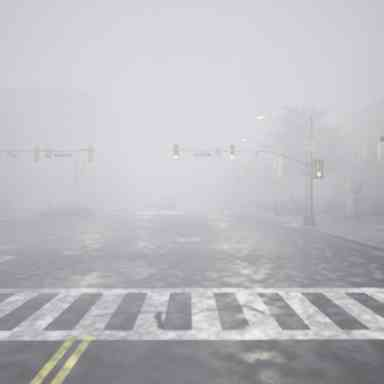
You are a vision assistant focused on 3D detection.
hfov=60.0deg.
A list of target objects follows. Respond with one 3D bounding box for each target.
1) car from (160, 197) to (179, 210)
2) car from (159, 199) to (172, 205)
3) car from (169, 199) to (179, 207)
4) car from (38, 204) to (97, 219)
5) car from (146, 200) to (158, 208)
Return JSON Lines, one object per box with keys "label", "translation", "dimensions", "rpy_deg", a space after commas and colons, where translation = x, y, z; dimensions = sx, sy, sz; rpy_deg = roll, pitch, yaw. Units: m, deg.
{"label": "car", "translation": [-3.644, 1.760, 51.936], "dimensions": [2.150, 2.045, 5.566], "rpy_deg": [0, 0, 0]}
{"label": "car", "translation": [-6.511, 2.369, 81.444], "dimensions": [1.812, 1.442, 4.674], "rpy_deg": [0, -1, -21]}
{"label": "car", "translation": [-3.639, 2.186, 68.257], "dimensions": [1.882, 1.535, 5.008], "rpy_deg": [0, -1, 0]}
{"label": "car", "translation": [-12.192, 1.891, 32.779], "dimensions": [5.357, 1.411, 2.033], "rpy_deg": [0, 0, -26]}
{"label": "car", "translation": [-7.182, 2.179, 60.180], "dimensions": [2.033, 1.411, 5.357], "rpy_deg": [0, 0, 0]}
